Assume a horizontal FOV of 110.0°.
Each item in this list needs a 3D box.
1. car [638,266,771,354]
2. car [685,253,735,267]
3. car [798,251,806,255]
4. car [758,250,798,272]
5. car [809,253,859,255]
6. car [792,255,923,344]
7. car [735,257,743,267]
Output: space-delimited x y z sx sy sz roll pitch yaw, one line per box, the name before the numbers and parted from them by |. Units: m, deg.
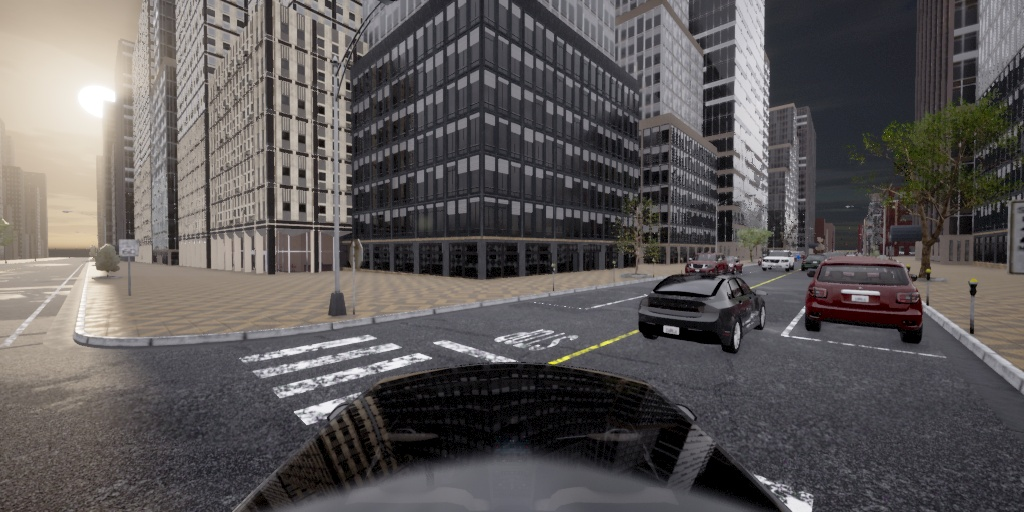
car | 4.759 1.164 8.725 1.837 1.490 4.892 1 1 43
car | 14.780 0.669 27.083 2.192 1.841 5.009 0 0 43
car | 30.237 0.590 35.576 2.097 1.767 4.553 1 1 44
car | 26.914 0.442 36.169 2.150 2.045 5.566 1 1 43
car | 12.886 0.906 13.583 2.192 1.841 5.009 0 0 43
car | 9.139 0.971 9.478 2.192 1.841 5.009 0 0 43
car | 18.597 0.731 31.123 1.967 1.591 4.097 0 0 43
